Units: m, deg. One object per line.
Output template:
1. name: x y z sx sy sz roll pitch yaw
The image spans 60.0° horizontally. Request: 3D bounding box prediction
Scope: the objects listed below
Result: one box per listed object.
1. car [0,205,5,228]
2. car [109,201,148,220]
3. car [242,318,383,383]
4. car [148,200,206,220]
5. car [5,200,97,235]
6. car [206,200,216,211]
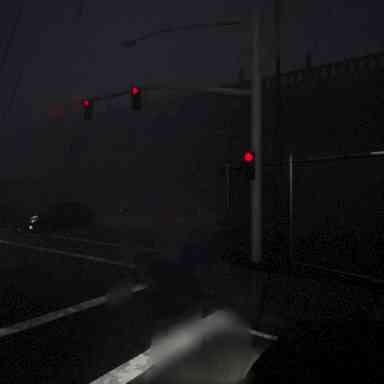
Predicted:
1. car: -11.907 1.525 19.936 1.882 1.535 5.008 0 0 35
2. car: -5.056 1.533 29.569 1.882 1.535 5.008 0 0 35
3. car: 2.931 1.547 1.876 5.357 1.411 2.033 0 0 36
4. car: -1.210 1.533 28.935 1.882 1.535 5.008 0 0 35
5. car: -7.860 1.406 19.344 2.097 1.767 4.553 0 0 34
6. car: 1.678 1.603 39.029 2.033 1.411 5.357 0 0 35
